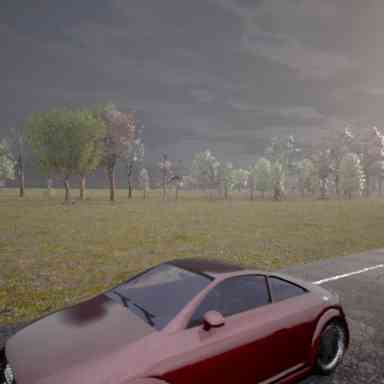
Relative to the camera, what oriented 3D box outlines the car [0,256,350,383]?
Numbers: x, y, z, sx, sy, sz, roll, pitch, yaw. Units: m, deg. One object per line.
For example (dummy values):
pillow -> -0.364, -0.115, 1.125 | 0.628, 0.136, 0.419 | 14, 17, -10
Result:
car -> 0.025, 1.564, 4.013 | 4.181, 1.385, 1.994 | 0, 0, -36
